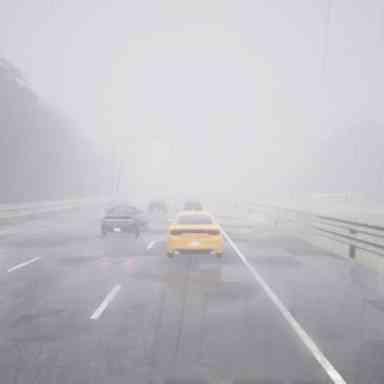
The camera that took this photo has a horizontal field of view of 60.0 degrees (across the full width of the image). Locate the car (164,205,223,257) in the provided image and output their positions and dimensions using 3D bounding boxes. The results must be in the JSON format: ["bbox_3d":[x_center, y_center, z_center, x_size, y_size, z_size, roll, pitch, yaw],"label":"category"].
[{"bbox_3d":[0.097,1.487,13.034,1.882,1.535,5.008,0,0,0],"label":"car"}]

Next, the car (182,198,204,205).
[{"bbox_3d":[0.094,1.395,33.876,1.837,1.490,4.892,0,1,0],"label":"car"}]

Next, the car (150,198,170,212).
[{"bbox_3d":[-3.406,1.395,33.927,1.837,1.490,4.892,0,1,0],"label":"car"}]

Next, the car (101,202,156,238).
[{"bbox_3d":[-3.403,1.495,17.593,2.128,1.511,4.902,0,0,0],"label":"car"}]
